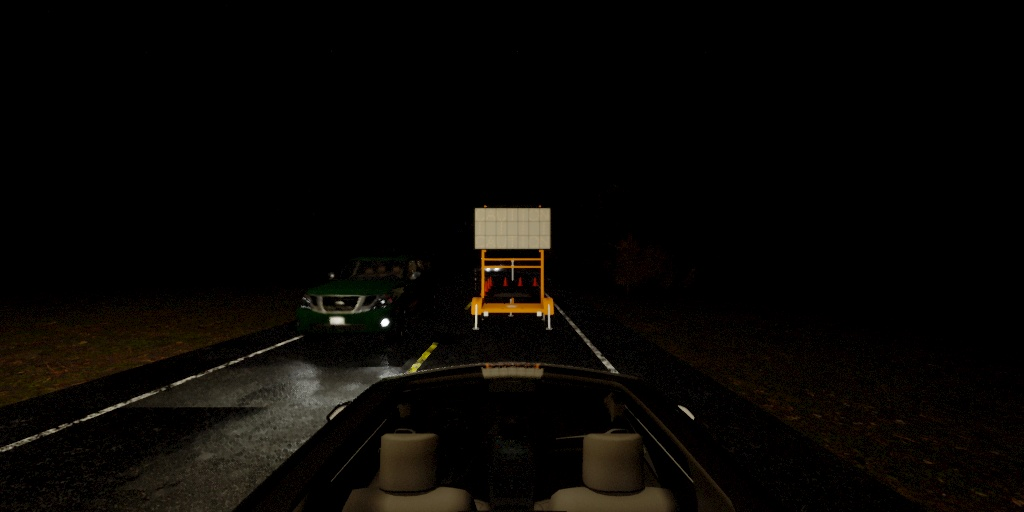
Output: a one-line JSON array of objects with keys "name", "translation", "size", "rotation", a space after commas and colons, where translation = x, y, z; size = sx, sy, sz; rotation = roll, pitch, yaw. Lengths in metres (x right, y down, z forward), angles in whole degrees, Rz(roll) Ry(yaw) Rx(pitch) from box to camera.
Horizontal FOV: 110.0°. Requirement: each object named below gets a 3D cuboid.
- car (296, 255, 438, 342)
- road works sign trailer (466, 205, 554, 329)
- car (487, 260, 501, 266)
[{"name": "car", "translation": [-3.582, 0.973, 10.123], "size": [2.150, 2.045, 5.566], "rotation": [0, 0, 0]}, {"name": "road works sign trailer", "translation": [0.020, 0.216, 11.172], "size": [2.380, 3.560, 2.880], "rotation": [0, 0, 0]}, {"name": "car", "translation": [-3.368, 1.395, 62.641], "size": [1.895, 1.301, 4.718], "rotation": [0, 0, 0]}]
